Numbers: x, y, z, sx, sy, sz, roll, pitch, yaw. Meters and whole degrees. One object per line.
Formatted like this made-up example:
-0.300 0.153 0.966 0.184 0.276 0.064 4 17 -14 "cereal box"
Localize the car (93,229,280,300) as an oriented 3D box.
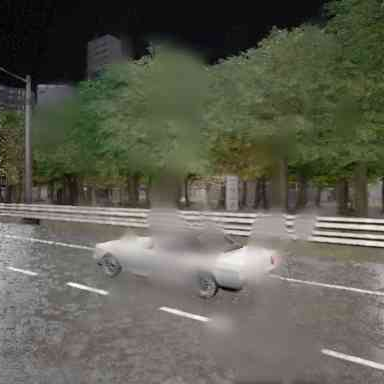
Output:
-0.360 1.602 8.427 4.718 1.301 1.895 0 0 35 "car"
